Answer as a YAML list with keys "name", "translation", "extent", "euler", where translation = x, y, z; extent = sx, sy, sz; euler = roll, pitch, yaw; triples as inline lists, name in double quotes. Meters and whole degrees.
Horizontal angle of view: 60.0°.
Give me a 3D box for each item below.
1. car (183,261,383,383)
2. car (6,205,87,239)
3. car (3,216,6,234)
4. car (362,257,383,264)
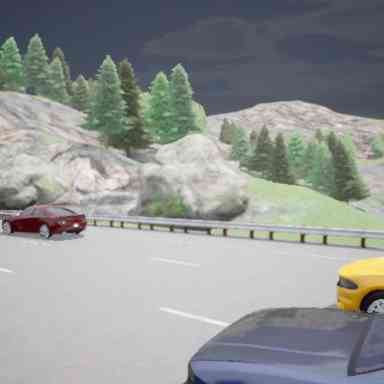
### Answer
- name: "car"
  translation: [2.491, 1.541, 2.193]
  extent: [5.357, 1.411, 2.033]
  euler: [0, 0, 35]
- name: "car"
  translation: [-7.623, 1.435, 17.015]
  extent: [5.008, 1.535, 1.882]
  euler: [0, 0, 31]
- name: "car"
  translation: [-10.732, 1.315, 14.771]
  extent: [4.553, 1.767, 2.097]
  euler: [0, 0, 30]
- name: "car"
  translation: [4.775, 1.464, 4.783]
  extent: [5.008, 1.535, 1.882]
  euler: [0, 0, 36]
